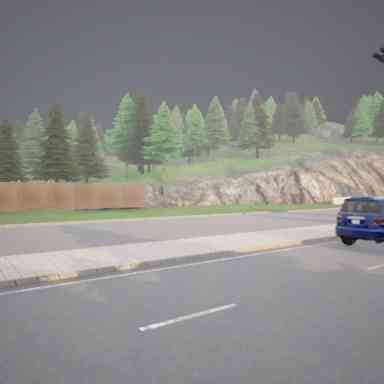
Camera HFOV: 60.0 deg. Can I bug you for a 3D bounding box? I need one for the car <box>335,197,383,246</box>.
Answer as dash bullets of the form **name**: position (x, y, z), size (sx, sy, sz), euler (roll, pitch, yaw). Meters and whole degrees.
- **car**: position (8.391, 1.216, 14.153), size (5.566, 2.045, 2.150), euler (0, 0, -35)
